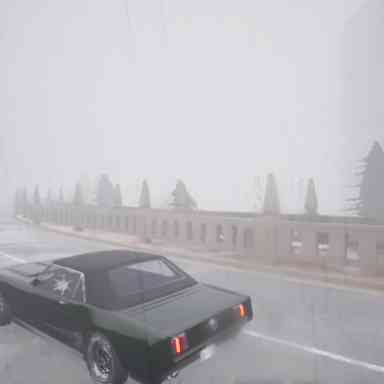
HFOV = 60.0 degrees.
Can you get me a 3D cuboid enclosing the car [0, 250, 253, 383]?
[{"bbox_3d":[-1.536,1.623,5.354,4.718,1.301,1.895,0,0,39],"label":"car"}]
